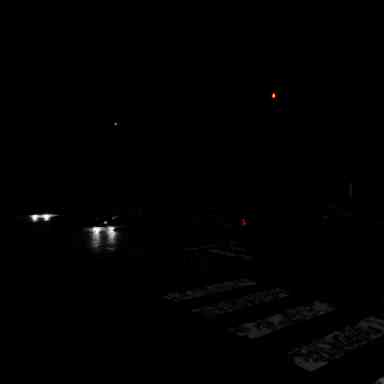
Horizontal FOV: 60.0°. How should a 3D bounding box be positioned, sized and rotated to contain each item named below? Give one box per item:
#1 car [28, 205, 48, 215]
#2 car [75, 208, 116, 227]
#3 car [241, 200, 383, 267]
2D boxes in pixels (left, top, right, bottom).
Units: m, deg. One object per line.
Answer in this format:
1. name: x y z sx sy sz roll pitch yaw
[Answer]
1. car: -21.541 2.460 46.548 1.895 1.301 4.718 0 -1 -35
2. car: -8.126 2.002 27.514 2.033 1.411 5.357 0 -1 -35
3. car: 4.430 1.325 12.100 5.566 2.045 2.150 -2 -1 41
